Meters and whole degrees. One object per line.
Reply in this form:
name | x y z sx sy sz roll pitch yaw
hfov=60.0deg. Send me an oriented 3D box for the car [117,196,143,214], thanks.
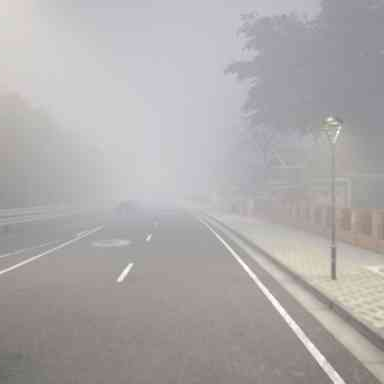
car | -7.069 1.580 37.393 1.837 1.490 4.892 0 0 0
